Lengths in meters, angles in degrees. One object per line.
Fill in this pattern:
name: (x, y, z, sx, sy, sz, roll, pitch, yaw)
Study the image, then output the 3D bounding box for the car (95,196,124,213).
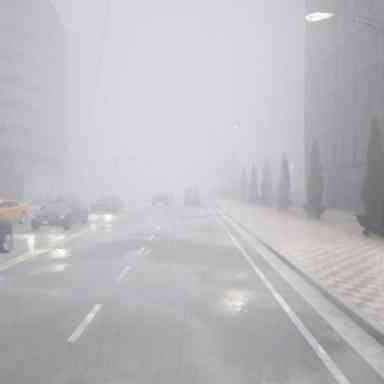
car: (-7.096, 1.011, 28.240, 1.994, 1.385, 4.181, 0, 1, 0)

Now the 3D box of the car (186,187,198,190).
car: (0.030, 0.292, 48.104, 2.150, 2.045, 5.566, 0, 1, 2)

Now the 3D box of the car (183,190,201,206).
car: (-0.017, 0.827, 37.408, 2.033, 1.411, 5.357, 0, 1, 0)

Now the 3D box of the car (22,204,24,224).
car: (-10.605, 1.125, 17.727, 1.882, 1.535, 5.008, 0, 1, 0)

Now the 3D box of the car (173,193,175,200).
car: (-3.590, 0.546, 48.554, 2.128, 1.511, 4.902, 0, 1, -2)

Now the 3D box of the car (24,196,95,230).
car: (-7.102, 1.167, 18.361, 1.812, 1.442, 4.674, 0, 1, -1)

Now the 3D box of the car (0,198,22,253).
car: (-7.103, 1.170, 9.375, 2.097, 1.767, 4.553, 0, 1, 0)

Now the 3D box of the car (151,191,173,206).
car: (-3.517, 0.767, 37.992, 1.837, 1.490, 4.892, 0, 1, 0)
